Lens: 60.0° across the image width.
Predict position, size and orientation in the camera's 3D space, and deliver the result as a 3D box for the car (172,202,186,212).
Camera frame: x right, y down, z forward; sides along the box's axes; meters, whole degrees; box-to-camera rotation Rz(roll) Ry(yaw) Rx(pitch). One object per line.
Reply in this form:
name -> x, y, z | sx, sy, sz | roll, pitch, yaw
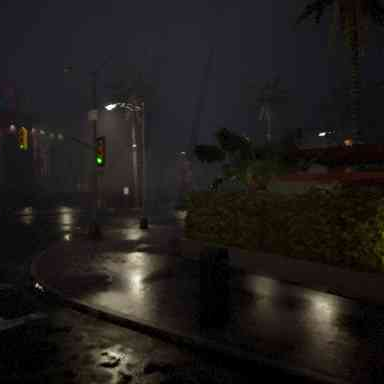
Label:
car -> -0.302, 1.657, 39.634 | 4.181, 1.385, 1.994 | 0, 0, -26
